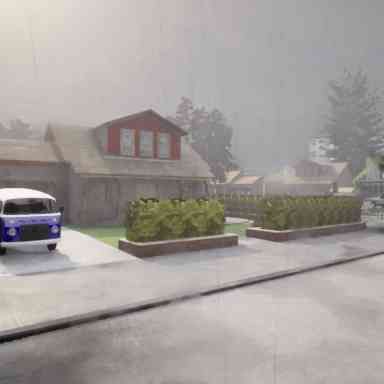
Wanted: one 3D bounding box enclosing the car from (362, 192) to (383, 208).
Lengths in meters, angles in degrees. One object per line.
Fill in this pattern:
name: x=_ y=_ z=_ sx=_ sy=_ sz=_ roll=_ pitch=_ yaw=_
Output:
car: x=22.966 y=0.985 z=40.708 sx=3.866 sy=1.878 sz=1.905 roll=0 pitch=0 yaw=-1
